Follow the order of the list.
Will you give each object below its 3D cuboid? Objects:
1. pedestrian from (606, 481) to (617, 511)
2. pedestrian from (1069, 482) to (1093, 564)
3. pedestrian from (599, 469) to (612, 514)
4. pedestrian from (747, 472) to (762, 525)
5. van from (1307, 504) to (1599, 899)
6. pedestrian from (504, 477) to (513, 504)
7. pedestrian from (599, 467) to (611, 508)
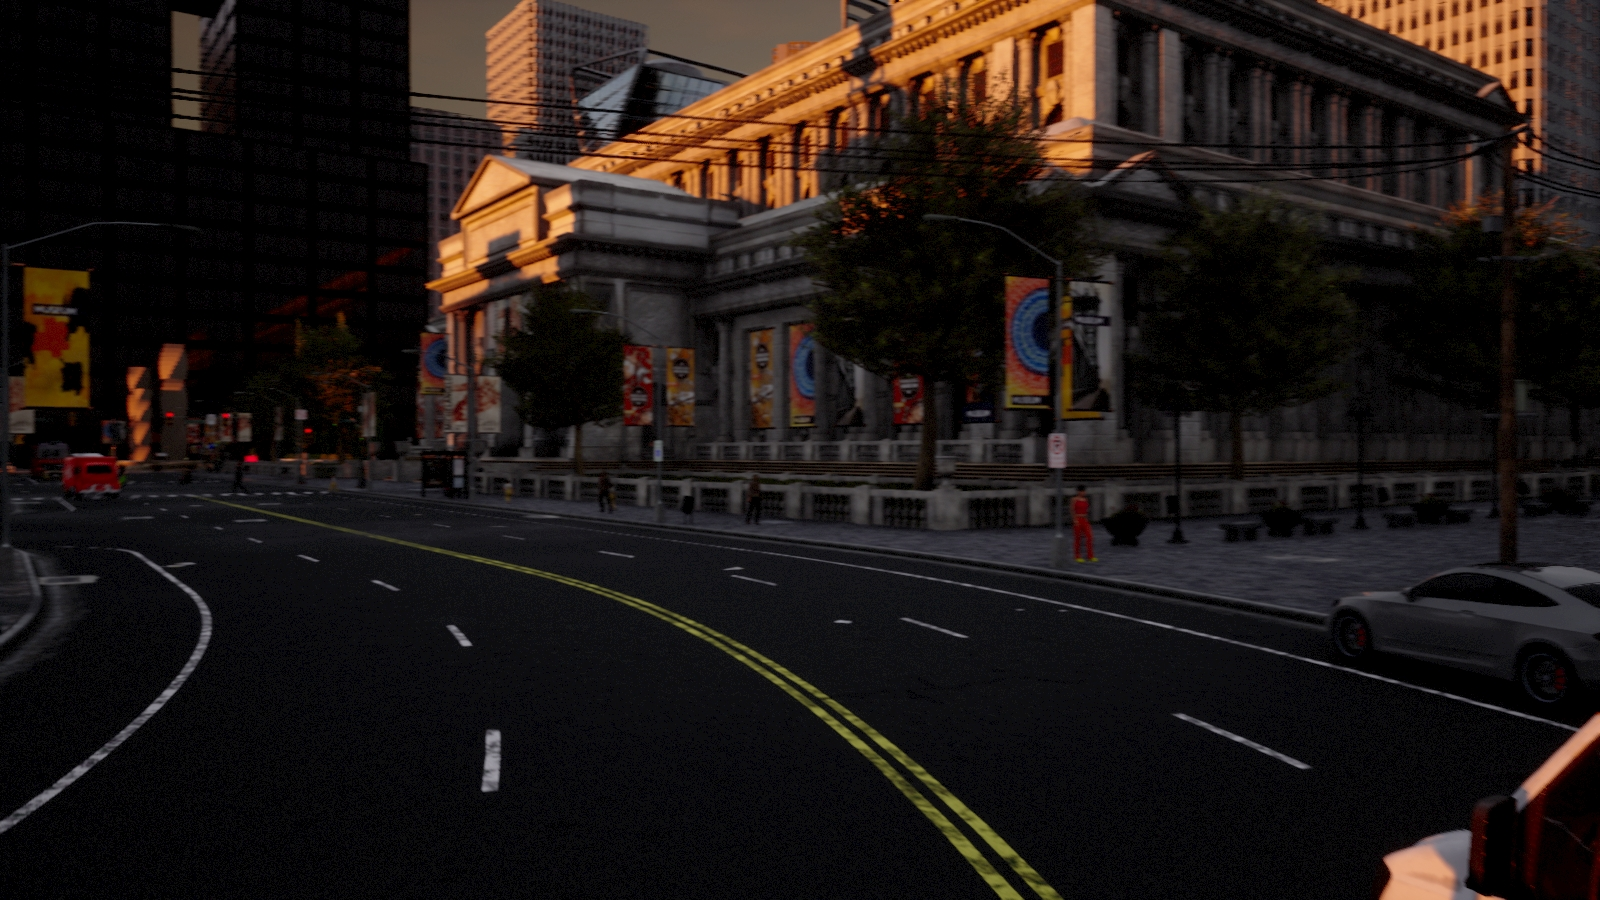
[{"bbox_3d":[-8.164,1.992,49.432,0.375,1.300,0.375,0,0,-33],"label":"pedestrian"},{"bbox_3d":[6.528,1.691,26.560,0.375,1.860,0.375,0,0,-29],"label":"pedestrian"},{"bbox_3d":[-8.093,1.711,47.549,0.375,1.860,0.375,0,0,-37],"label":"pedestrian"},{"bbox_3d":[-1.606,1.703,40.133,0.375,1.860,0.375,0,0,-30],"label":"pedestrian"},{"bbox_3d":[3.404,1.530,2.284,1.988,2.561,5.915,0,0,-2],"label":"van"},{"bbox_3d":[-14.351,2.002,56.254,0.375,1.300,0.375,0,0,-29],"label":"pedestrian"},{"bbox_3d":[-8.893,1.713,52.100,0.375,1.860,0.375,0,0,-35],"label":"pedestrian"}]
